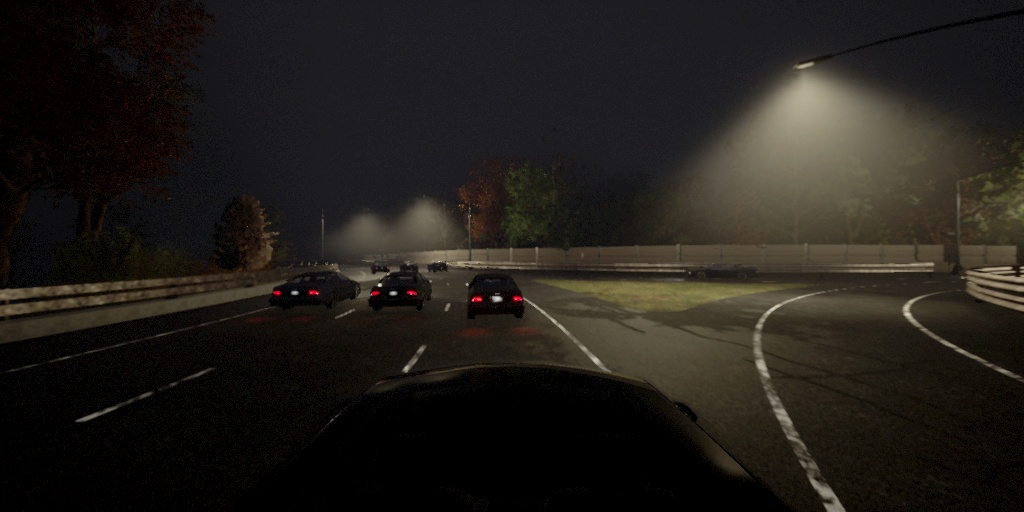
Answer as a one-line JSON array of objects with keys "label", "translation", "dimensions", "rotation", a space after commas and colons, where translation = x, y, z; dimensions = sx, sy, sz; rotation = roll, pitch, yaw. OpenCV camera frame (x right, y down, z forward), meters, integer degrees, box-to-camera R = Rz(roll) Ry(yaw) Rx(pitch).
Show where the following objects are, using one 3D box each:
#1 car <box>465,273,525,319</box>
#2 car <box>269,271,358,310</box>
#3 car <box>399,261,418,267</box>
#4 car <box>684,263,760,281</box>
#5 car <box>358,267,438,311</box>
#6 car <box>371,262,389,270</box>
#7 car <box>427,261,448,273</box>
[{"label": "car", "translation": [-0.696, 1.329, 13.063], "dimensions": [2.033, 1.411, 5.357], "rotation": [0, 0, -6]}, {"label": "car", "translation": [-7.975, 1.356, 15.083], "dimensions": [2.033, 1.411, 5.357], "rotation": [0, 0, -8]}, {"label": "car", "translation": [-13.181, 1.395, 45.791], "dimensions": [2.128, 1.511, 4.902], "rotation": [0, 0, -25]}, {"label": "car", "translation": [17.529, 1.317, 30.158], "dimensions": [5.357, 1.411, 2.033], "rotation": [0, 0, 14]}, {"label": "car", "translation": [-4.422, 1.344, 14.837], "dimensions": [2.033, 1.411, 5.357], "rotation": [0, 0, -8]}, {"label": "car", "translation": [-16.054, 1.454, 43.670], "dimensions": [2.033, 1.411, 5.357], "rotation": [0, 0, -25]}, {"label": "car", "translation": [-9.734, 1.388, 46.668], "dimensions": [2.128, 1.511, 4.902], "rotation": [0, 0, -25]}]
